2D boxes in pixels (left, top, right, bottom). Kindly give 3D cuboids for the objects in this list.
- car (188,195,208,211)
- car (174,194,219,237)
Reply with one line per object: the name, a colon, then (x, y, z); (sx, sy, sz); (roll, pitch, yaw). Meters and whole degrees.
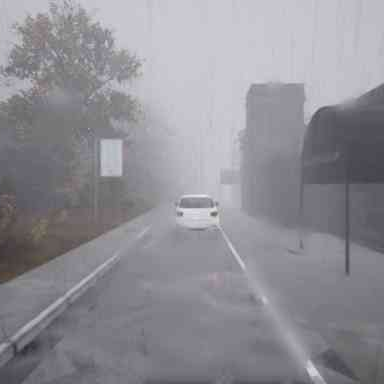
car: (0.655, 1.130, 36.415); (2.033, 1.411, 5.357); (0, 1, 2)
car: (0.249, 1.126, 17.671); (2.150, 2.045, 5.566); (0, 1, 1)
